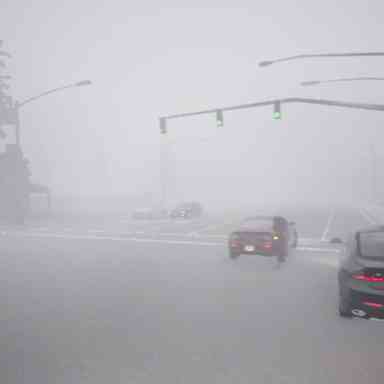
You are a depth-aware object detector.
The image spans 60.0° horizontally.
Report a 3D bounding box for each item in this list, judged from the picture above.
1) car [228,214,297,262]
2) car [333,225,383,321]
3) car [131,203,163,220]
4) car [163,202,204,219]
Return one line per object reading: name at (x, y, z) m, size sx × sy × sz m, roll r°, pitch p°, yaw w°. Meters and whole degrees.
car at (2.686, 1.525, 12.196) m, size 1.812 × 1.442 × 4.674 m, roll -2°, pitch 0°, yaw 24°
car at (4.021, 1.438, 6.872) m, size 1.837 × 1.490 × 4.892 m, roll -2°, pitch 0°, yaw 24°
car at (-3.918, 1.809, 31.893) m, size 1.812 × 1.442 × 4.674 m, roll -2°, pitch 0°, yaw 24°
car at (-0.449, 1.691, 31.079) m, size 1.837 × 1.490 × 4.892 m, roll -2°, pitch 0°, yaw 24°
